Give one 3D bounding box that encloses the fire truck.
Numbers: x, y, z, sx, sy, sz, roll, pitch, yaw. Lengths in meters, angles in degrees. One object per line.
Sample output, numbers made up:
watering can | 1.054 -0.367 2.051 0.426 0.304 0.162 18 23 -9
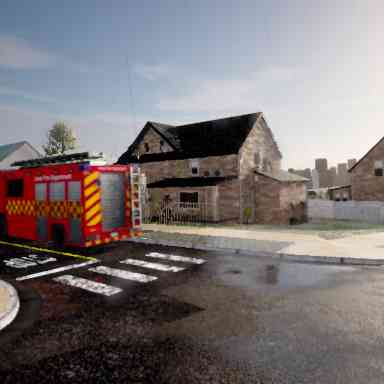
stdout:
fire truck | -6.296 0.425 15.416 8.468 3.827 2.891 -1 2 37
